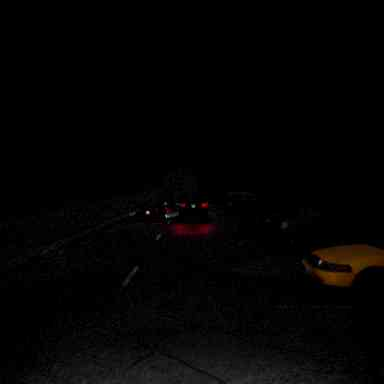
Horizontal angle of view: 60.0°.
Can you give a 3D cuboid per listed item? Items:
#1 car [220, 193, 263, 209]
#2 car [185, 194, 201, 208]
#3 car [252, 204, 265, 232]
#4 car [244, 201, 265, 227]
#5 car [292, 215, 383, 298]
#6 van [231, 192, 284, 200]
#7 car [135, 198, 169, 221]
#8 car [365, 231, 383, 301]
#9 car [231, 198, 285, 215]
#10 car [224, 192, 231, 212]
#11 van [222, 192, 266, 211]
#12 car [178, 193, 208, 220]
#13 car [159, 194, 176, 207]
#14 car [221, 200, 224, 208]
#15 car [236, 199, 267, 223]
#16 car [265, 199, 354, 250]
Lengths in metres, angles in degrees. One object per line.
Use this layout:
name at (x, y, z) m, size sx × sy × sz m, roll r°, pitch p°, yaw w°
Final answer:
car at (5.581, 1.010, 37.983) m, size 4.553 × 1.767 × 2.185 m, roll 0°, pitch 1°, yaw 0°
car at (0.123, 1.039, 42.325) m, size 1.882 × 1.535 × 5.008 m, roll 0°, pitch 1°, yaw 0°
car at (5.540, 1.460, 15.947) m, size 4.674 × 1.452 × 2.002 m, roll 0°, pitch 0°, yaw 0°
car at (5.547, 1.438, 18.701) m, size 4.674 × 1.452 × 2.002 m, roll 0°, pitch 0°, yaw 0°
car at (5.355, 1.463, 7.682) m, size 5.366 × 1.575 × 1.946 m, roll 0°, pitch 0°, yaw 0°
van at (5.664, 1.085, 26.961) m, size 4.442 × 1.987 × 1.878 m, roll 0°, pitch 1°, yaw 0°
car at (-3.150, 1.410, 25.697) m, size 1.994 × 1.385 × 4.181 m, roll 0°, pitch 1°, yaw 0°
car at (5.568, 1.505, 4.922) m, size 4.792 × 1.488 × 2.163 m, roll 0°, pitch 0°, yaw 0°
car at (5.576, 1.372, 24.211) m, size 4.792 × 1.488 × 2.163 m, roll 0°, pitch 1°, yaw 0°
car at (5.517, 1.148, 29.846) m, size 4.553 × 1.767 × 2.185 m, roll 0°, pitch 1°, yaw 0°
van at (5.434, 0.963, 35.229) m, size 4.442 × 1.987 × 1.878 m, roll 0°, pitch 1°, yaw 0°
car at (0.104, 1.063, 26.088) m, size 2.150 × 2.045 × 5.566 m, roll 0°, pitch 1°, yaw 0°
car at (-3.137, 1.076, 41.843) m, size 1.837 × 1.490 × 4.892 m, roll 0°, pitch 1°, yaw 0°
car at (5.543, 1.234, 32.475) m, size 4.892 × 1.521 × 2.231 m, roll 0°, pitch 1°, yaw 0°
car at (5.515, 1.403, 21.459) m, size 4.792 × 1.488 × 2.163 m, roll 0°, pitch 1°, yaw 0°
car at (5.511, 1.316, 13.185) m, size 4.553 × 1.767 × 2.185 m, roll 0°, pitch 0°, yaw 0°
